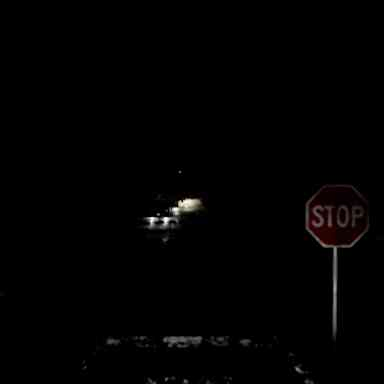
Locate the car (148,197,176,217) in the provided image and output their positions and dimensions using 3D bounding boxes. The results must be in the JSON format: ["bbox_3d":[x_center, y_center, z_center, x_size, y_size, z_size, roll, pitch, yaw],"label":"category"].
[{"bbox_3d":[-2.853,1.496,30.878,2.033,1.411,5.357,0,0,0],"label":"car"}]

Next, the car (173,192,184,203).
[{"bbox_3d":[-2.766,1.084,64.954,2.150,2.045,5.566,0,0,0],"label":"car"}]

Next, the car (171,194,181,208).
[{"bbox_3d":[-2.852,1.438,46.286,1.812,1.442,4.674,0,0,0],"label":"car"}]
